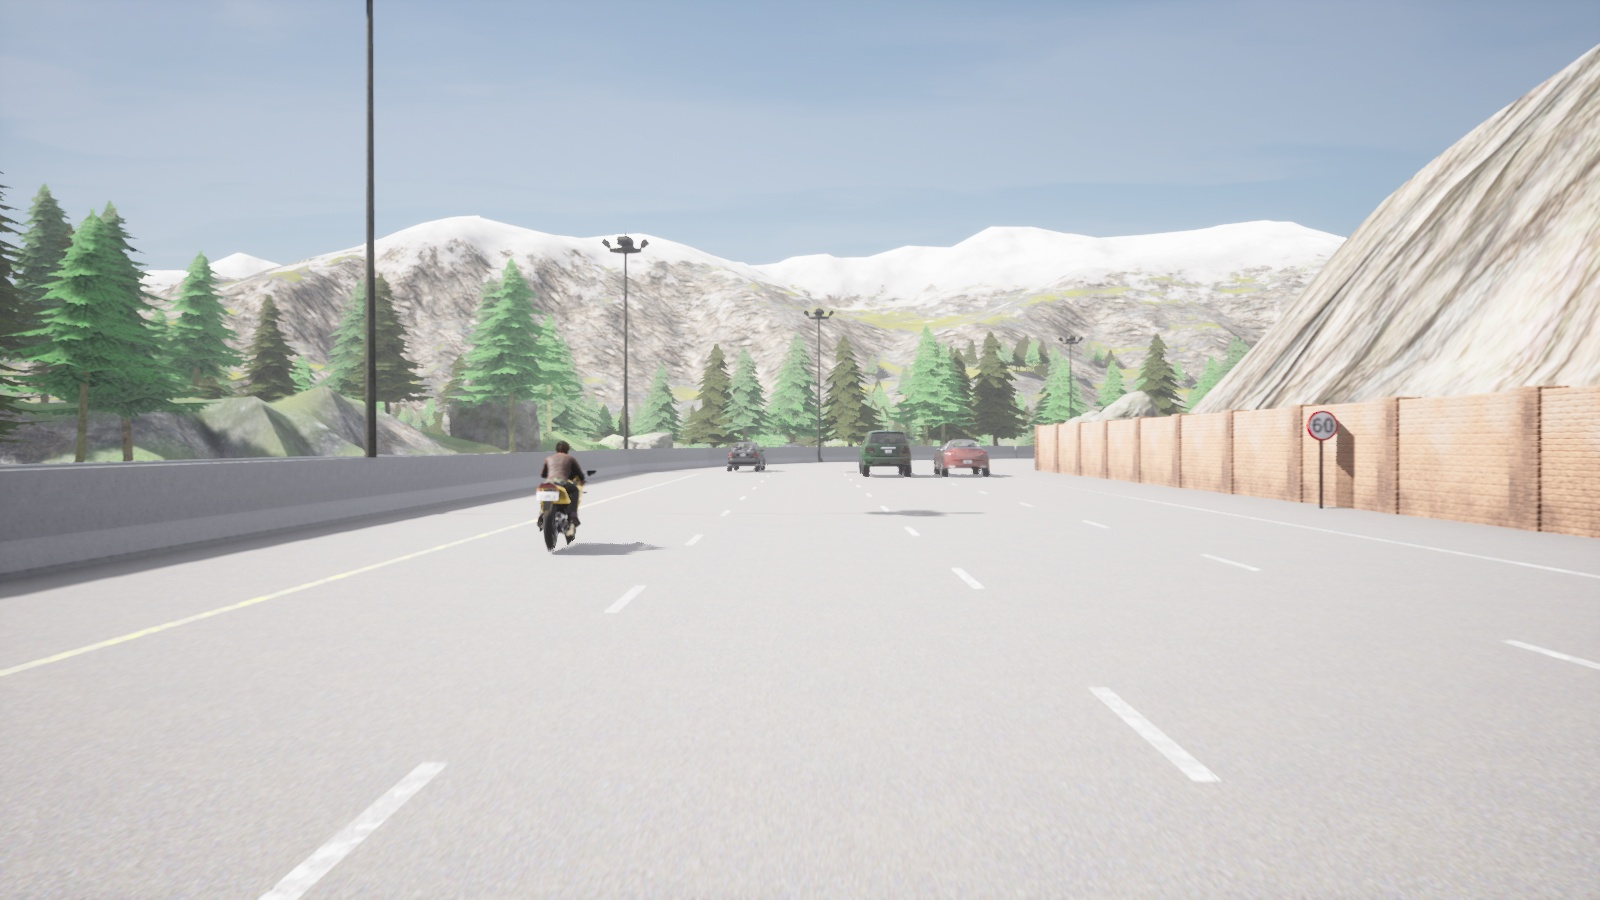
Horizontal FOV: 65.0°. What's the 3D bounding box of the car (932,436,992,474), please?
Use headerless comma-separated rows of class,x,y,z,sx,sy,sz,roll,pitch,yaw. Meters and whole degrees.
car,7.336,0.207,57.390,2.152,1.651,5.027,0,0,0

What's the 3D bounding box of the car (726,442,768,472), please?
car,-2.791,0.346,66.824,1.789,1.549,3.705,0,0,5

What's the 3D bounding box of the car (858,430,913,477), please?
car,3.833,0.147,57.075,2.150,2.045,5.566,0,0,0

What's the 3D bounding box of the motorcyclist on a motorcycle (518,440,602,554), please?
motorcyclist on a motorcycle,-3.386,0.625,17.888,0.797,1.523,2.044,0,0,0
